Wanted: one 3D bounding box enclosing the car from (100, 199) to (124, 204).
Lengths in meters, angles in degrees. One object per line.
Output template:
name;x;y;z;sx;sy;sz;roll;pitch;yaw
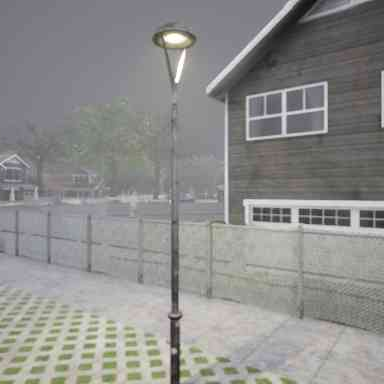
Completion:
car;-10.311;1.706;42.072;1.837;1.490;4.892;0;0;19

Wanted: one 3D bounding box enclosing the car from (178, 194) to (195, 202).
car;-1.138;1.332;61.469;2.150;2.045;5.566;0;0;15

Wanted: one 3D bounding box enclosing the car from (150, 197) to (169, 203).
car;-5.482;1.634;56.419;1.882;1.535;5.008;0;0;17

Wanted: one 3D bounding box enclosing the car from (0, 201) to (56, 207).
car;-13.430;1.609;25.928;1.882;1.535;5.008;0;0;23

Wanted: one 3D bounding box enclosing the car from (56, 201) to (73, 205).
car;-13.814;1.663;32.804;2.128;1.511;4.902;0;0;22
